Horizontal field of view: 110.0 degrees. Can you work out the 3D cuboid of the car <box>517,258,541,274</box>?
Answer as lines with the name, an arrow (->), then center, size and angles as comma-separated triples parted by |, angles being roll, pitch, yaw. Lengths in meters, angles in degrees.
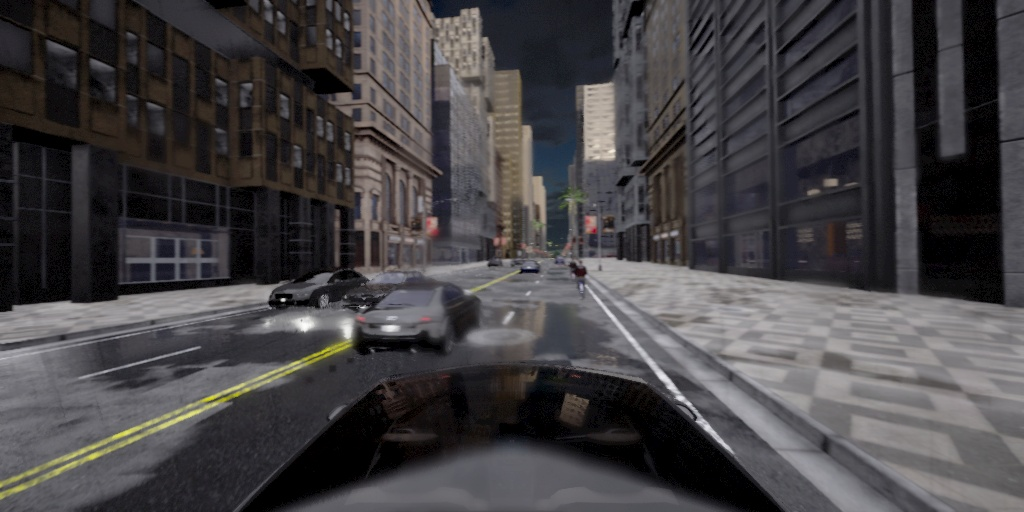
car -> 2.005, 1.146, 38.906 | 1.994, 1.385, 4.181 | -1, 0, 8

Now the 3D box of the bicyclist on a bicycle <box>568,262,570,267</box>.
bicyclist on a bicycle -> 4.219, 0.993, 24.846 | 0.659, 1.776, 1.843 | -1, 0, 8

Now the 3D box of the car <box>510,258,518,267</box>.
car -> 0.902, 1.045, 56.669 | 1.994, 1.385, 4.181 | -1, 0, 8

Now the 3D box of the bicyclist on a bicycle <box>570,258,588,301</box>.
bicyclist on a bicycle -> 3.006, 1.042, 15.701 | 0.659, 1.776, 1.843 | -1, 0, 8

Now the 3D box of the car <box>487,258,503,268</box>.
car -> -2.538, 1.083, 55.515 | 2.033, 1.411, 5.357 | -1, 0, 8

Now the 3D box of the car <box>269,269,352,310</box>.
car -> -7.890, 1.319, 15.253 | 1.837, 1.490, 4.892 | -1, 0, 8

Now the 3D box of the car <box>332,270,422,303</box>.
car -> -4.684, 1.321, 14.716 | 2.033, 1.411, 5.357 | -1, 0, 8

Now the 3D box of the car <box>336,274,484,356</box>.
car -> -2.000, 1.320, 8.706 | 1.994, 1.385, 4.181 | -1, 0, 8
